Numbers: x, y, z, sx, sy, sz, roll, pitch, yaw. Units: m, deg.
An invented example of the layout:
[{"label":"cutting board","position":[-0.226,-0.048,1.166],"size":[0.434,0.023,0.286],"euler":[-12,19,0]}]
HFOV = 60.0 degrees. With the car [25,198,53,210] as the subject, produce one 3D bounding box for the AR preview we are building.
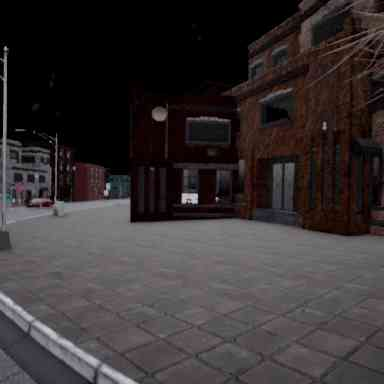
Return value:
[{"label":"car","position":[-20.661,1.558,45.080],"size":[1.882,1.535,5.008],"euler":[1,0,0]}]
